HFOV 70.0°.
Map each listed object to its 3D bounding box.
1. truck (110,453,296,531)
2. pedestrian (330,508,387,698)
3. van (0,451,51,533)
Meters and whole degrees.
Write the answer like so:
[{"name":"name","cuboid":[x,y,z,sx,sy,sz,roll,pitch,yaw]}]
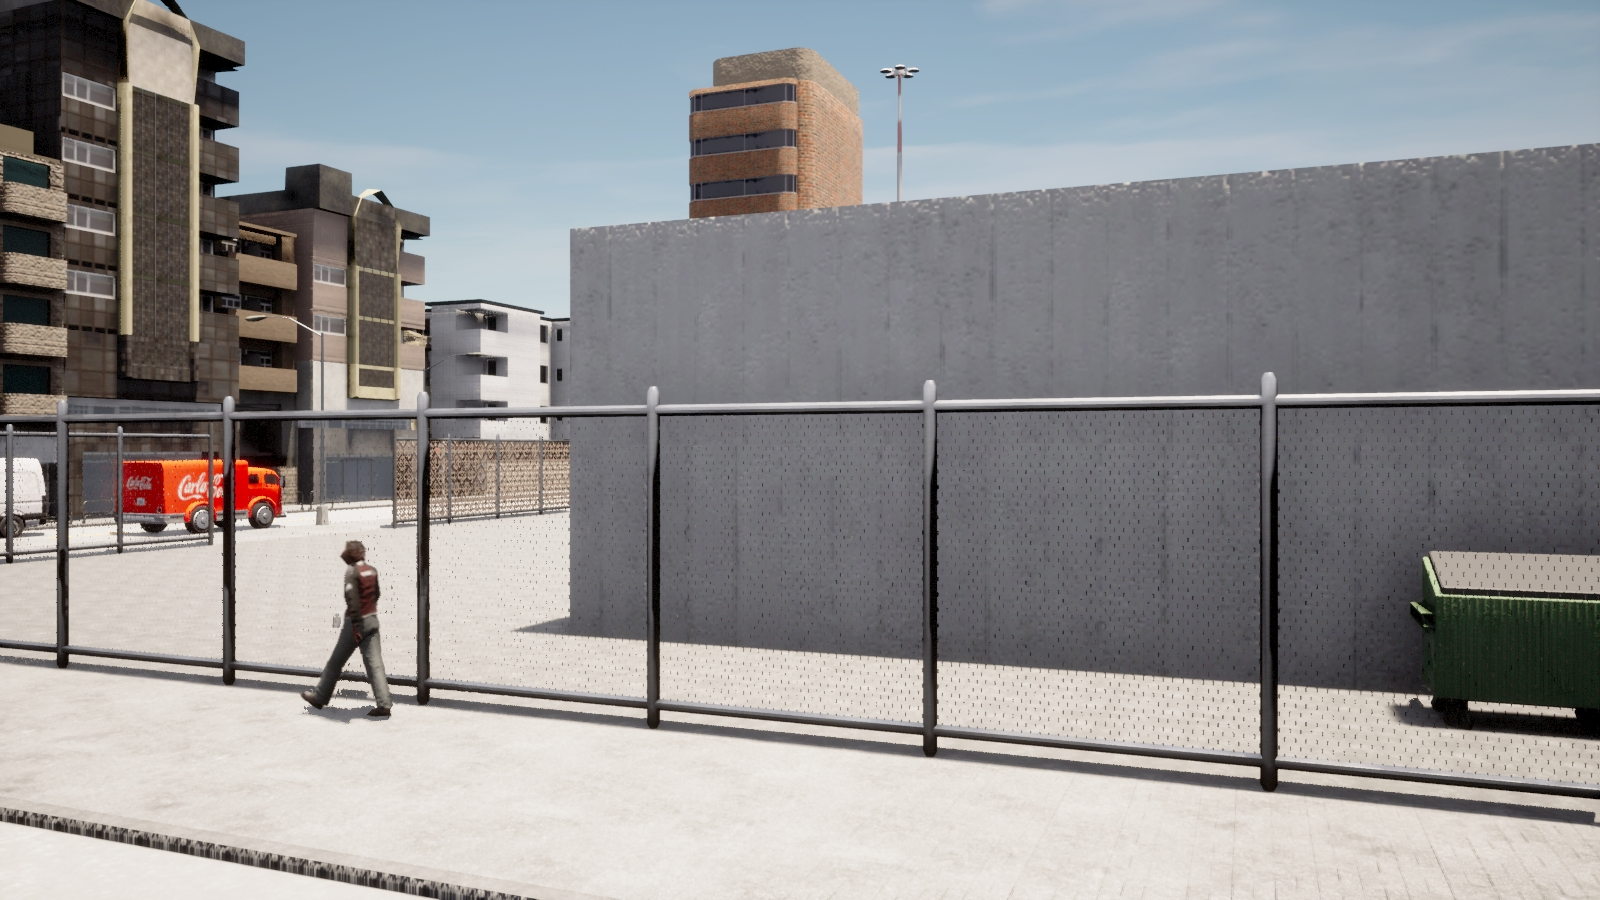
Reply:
[{"name":"truck","cuboid":[-20.490,1.348,39.516,2.627,2.467,5.204,0,0,23]},{"name":"pedestrian","cuboid":[-4.455,1.524,11.531,0.375,1.860,0.375,0,0,22]},{"name":"van","cuboid":[-26.517,1.314,35.024,1.988,2.561,5.915,0,0,21]}]
